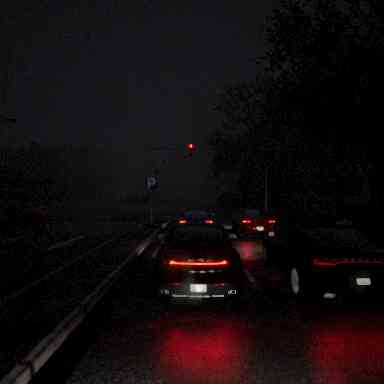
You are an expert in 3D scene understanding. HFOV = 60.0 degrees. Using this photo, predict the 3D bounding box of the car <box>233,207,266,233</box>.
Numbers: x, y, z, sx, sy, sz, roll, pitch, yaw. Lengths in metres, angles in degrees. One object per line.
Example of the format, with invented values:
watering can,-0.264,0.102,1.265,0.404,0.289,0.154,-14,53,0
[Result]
car,3.235,1.547,17.884,1.812,1.442,4.674,0,0,1

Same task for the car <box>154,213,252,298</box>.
car,0.140,1.514,8.506,1.837,1.490,4.892,0,0,0

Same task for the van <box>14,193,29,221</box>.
van,-13.513,1.293,21.950,4.442,1.987,1.878,-1,0,-19

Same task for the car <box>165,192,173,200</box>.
car,-8.084,1.342,86.645,4.674,1.452,2.002,-1,0,-12

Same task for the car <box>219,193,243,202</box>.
car,7.956,1.129,68.206,4.553,1.767,2.185,1,0,-13

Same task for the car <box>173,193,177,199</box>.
car,-7.621,1.049,89.649,5.566,2.045,2.435,-1,0,-12

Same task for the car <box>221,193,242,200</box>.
car,9.810,1.114,82.897,4.553,1.767,2.185,1,0,-12

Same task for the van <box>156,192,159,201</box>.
van,-9.937,1.080,71.703,4.442,1.987,1.878,-1,0,-14

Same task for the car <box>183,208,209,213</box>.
car,0.216,1.547,17.630,1.812,1.442,4.674,0,0,1

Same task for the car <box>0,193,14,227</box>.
car,-13.642,1.264,18.914,5.566,2.045,2.435,-1,0,-19

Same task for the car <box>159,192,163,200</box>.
car,-9.696,1.308,74.673,4.892,1.521,2.231,-1,0,-13

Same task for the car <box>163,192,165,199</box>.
car,-9.310,1.345,77.666,4.674,1.452,2.002,-1,0,-13

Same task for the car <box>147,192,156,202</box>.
car,-10.521,1.303,65.713,5.366,1.575,1.946,-1,0,-14

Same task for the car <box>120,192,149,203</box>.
car,-11.179,1.347,62.724,4.792,1.488,2.163,-1,0,-15

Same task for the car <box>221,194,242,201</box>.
car,9.431,1.283,79.969,4.674,1.452,2.002,1,0,-12

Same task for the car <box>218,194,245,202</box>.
car,8.505,1.251,71.197,5.366,1.575,1.946,1,0,-13

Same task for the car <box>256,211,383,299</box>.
car,3.140,1.486,8.543,1.882,1.535,5.008,0,0,0

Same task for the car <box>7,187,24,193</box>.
car,-27.939,0.127,53.664,2.002,1.452,4.674,6,-3,-19

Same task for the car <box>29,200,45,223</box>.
car,-13.525,1.399,24.927,4.553,1.767,2.185,-1,0,-19

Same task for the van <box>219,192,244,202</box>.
van,7.559,1.031,65.238,4.442,1.987,1.878,1,0,-14

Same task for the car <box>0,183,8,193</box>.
car,-30.933,-0.435,53.737,2.435,2.045,5.566,6,-3,-19

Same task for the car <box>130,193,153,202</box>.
car,-10.415,1.183,68.665,4.553,1.767,2.185,-1,0,-14
